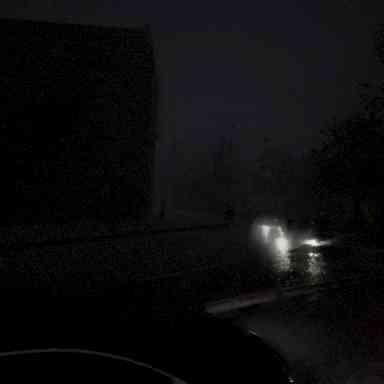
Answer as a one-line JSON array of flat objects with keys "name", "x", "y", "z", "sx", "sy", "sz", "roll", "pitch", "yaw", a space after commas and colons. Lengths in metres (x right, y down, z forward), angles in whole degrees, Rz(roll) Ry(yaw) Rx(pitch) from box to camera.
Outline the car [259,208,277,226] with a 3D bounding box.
[{"name": "car", "x": 6.584, "y": 2.030, "z": 27.068, "sx": 1.994, "sy": 1.385, "sz": 4.181, "roll": 3, "pitch": -2, "yaw": 7}]

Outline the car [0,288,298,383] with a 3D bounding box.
[{"name": "car", "x": -1.316, "y": 1.504, "z": 2.275, "sx": 4.892, "sy": 1.490, "sz": 1.837, "roll": 1, "pitch": 0, "yaw": -34}]

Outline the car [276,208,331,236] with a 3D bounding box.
[{"name": "car", "x": 7.044, "y": 1.726, "z": 20.124, "sx": 1.882, "sy": 1.535, "sz": 5.008, "roll": 3, "pitch": -1, "yaw": 33}]
